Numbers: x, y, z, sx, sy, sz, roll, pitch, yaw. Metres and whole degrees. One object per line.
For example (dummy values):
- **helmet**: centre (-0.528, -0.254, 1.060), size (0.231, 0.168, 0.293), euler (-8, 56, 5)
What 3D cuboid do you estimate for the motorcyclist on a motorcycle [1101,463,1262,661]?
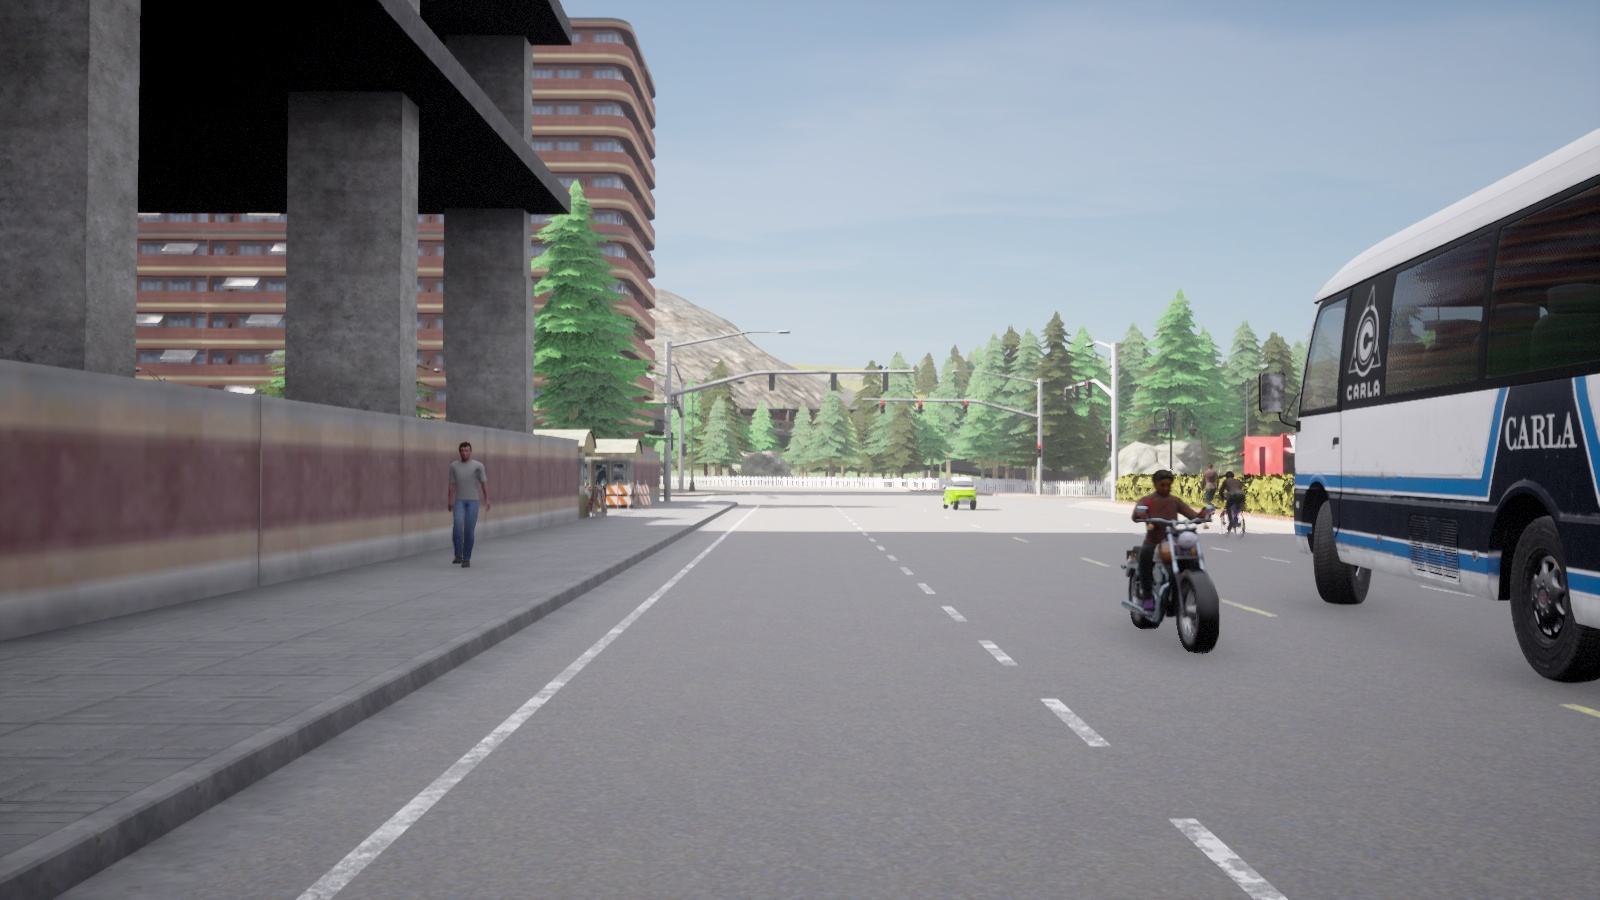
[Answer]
- **motorcyclist on a motorcycle**: centre (3.470, 0.954, 11.681), size (0.766, 1.649, 2.350), euler (0, -1, 0)

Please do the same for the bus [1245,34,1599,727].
- **bus**: centre (7.460, -0.383, 11.988), size (3.944, 4.253, 10.273), euler (-1, -1, 7)

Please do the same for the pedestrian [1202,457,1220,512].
- **pedestrian**: centre (13.706, 1.140, 41.885), size (0.328, 1.805, 0.869), euler (0, -1, 1)

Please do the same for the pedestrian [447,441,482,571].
- **pedestrian**: centre (-4.836, 0.803, 18.136), size (0.354, 1.836, 0.706), euler (0, -1, -4)

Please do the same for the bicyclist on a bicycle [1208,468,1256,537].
- **bicyclist on a bicycle**: centre (10.425, 1.253, 30.355), size (0.582, 1.620, 1.656), euler (0, -1, 0)

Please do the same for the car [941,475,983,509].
- **car**: centre (6.868, 1.765, 53.252), size (1.481, 1.376, 2.207), euler (0, -1, 0)
